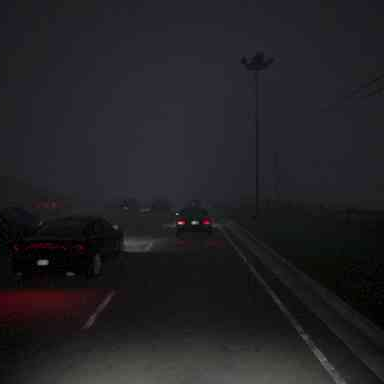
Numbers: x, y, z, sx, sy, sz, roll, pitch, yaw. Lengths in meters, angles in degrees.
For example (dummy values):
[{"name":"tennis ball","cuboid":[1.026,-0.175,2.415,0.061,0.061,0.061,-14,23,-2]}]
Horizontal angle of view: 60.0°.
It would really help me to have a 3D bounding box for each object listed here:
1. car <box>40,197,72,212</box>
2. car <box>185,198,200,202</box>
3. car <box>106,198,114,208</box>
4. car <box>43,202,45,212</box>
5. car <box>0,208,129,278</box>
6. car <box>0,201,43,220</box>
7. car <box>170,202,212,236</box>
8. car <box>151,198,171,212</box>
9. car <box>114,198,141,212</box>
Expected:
[{"name":"car","cuboid":[-13.899,1.281,33.773,2.097,1.767,4.553,0,0,0]},{"name":"car","cuboid":[0.102,1.471,43.426,1.994,1.385,4.181,0,0,0]},{"name":"car","cuboid":[-10.398,1.467,45.438,1.994,1.385,4.181,0,0,0]},{"name":"car","cuboid":[-10.421,1.485,18.795,1.812,1.442,4.674,0,0,0]},{"name":"car","cuboid":[-3.400,1.456,10.063,1.882,1.535,5.008,0,0,0]},{"name":"car","cuboid":[-6.900,1.329,10.560,2.097,1.767,4.553,0,0,0]},{"name":"car","cuboid":[0.102,1.509,18.255,2.033,1.411,5.357,0,0,0]},{"name":"car","cuboid":[-3.398,1.399,36.856,1.882,1.535,5.008,0,0,0]},{"name":"car","cuboid":[-6.898,1.425,37.030,1.837,1.490,4.892,0,0,0]}]
